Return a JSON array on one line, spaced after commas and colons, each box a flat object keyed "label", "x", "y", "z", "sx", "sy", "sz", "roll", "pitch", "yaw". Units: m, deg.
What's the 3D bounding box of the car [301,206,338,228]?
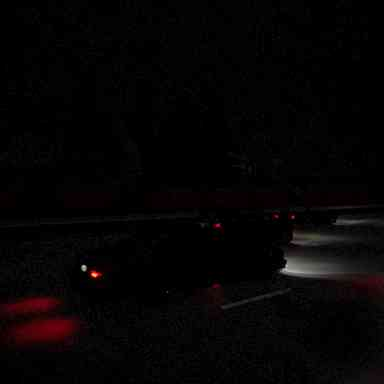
[{"label": "car", "x": 7.697, "y": 1.602, "z": 22.283, "sx": 4.718, "sy": 1.301, "sz": 1.895, "roll": 0, "pitch": 0, "yaw": -36}]

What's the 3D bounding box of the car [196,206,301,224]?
[{"label": "car", "x": 2.146, "y": 1.354, "z": 13.953, "sx": 4.553, "sy": 1.767, "sz": 2.097, "roll": 0, "pitch": 0, "yaw": -35}]

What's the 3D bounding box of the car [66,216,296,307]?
[{"label": "car", "x": -0.096, "y": 1.547, "z": 7.993, "sx": 5.357, "sy": 1.411, "sz": 2.033, "roll": 0, "pitch": 0, "yaw": -36}]
